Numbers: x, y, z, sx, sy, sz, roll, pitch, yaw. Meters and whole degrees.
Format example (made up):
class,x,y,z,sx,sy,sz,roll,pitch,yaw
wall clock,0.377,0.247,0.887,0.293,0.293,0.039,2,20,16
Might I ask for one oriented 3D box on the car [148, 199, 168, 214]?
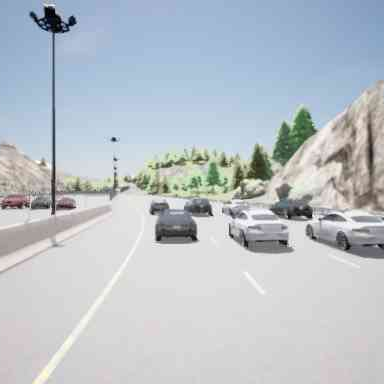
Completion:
class,x,y,z,sx,sy,sz,roll,pitch,yaw
car,-3.441,1.462,34.507,2.128,1.511,4.902,0,0,-11

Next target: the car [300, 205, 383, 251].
class,x,y,z,sx,sy,sz,roll,pitch,yaw
car,6.428,1.497,13.852,1.812,1.442,4.674,0,0,-4

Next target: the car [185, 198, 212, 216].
class,x,y,z,sx,sy,sz,roll,pitch,yaw
car,0.515,1.317,32.293,2.097,1.767,4.553,0,0,-10

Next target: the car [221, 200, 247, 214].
class,x,y,z,sx,sy,sz,roll,pitch,yaw
car,4.172,1.483,31.820,1.812,1.442,4.674,0,0,-10

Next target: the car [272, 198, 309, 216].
class,x,y,z,sx,sy,sz,roll,pitch,yaw
car,8.282,1.304,28.239,2.097,1.767,4.553,0,0,-8

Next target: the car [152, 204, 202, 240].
class,x,y,z,sx,sy,sz,roll,pitch,yaw
car,-0.878,1.548,16.955,1.994,1.385,4.181,0,0,-6

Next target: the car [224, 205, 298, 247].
class,x,y,z,sx,sy,sz,roll,pitch,yaw
car,2.841,1.504,14.857,1.812,1.442,4.674,0,0,-4
